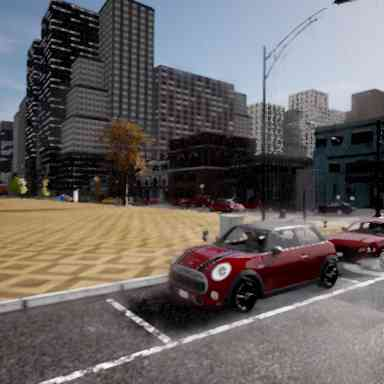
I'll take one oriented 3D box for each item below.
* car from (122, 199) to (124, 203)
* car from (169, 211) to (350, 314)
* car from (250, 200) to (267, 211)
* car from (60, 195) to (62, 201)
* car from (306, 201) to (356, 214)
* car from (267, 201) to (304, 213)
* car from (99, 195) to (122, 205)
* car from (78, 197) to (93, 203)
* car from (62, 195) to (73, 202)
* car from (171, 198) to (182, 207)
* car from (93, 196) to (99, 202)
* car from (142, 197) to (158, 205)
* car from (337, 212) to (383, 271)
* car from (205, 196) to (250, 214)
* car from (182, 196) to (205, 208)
[{"bbox_3d":[-17.986,1.884,80.586,1.752,1.417,4.829,1,-1,-35],"label":"car"},{"bbox_3d":[1.469,1.432,7.555,4.097,1.590,1.967,0,1,-36],"label":"car"},{"bbox_3d":[8.169,1.724,43.100,1.802,1.307,4.206,1,-1,-35],"label":"car"},{"bbox_3d":[-34.205,1.675,89.268,1.690,1.788,3.998,1,-1,-35],"label":"car"},{"bbox_3d":[14.417,1.642,34.093,2.008,1.369,4.403,1,-1,-35],"label":"car"},{"bbox_3d":[11.293,1.683,38.598,1.947,1.339,4.313,1,-1,-35],"label":"car"},{"bbox_3d":[-15.187,1.695,61.845,1.752,1.417,4.829,1,-1,-35],"label":"car"},{"bbox_3d":[-24.774,1.817,75.669,1.947,1.339,4.313,1,-1,-35],"label":"car"},{"bbox_3d":[-31.005,1.829,84.652,1.752,1.417,4.829,1,-1,-35],"label":"car"},{"bbox_3d":[-2.031,1.665,57.672,1.967,1.590,4.097,1,-1,-35],"label":"car"},{"bbox_3d":[-24.216,1.726,89.571,2.192,1.841,5.009,1,-1,-35],"label":"car"},{"bbox_3d":[-8.399,1.718,66.763,1.967,1.590,4.097,1,-1,-35],"label":"car"},{"bbox_3d":[6.063,1.527,10.837,4.507,1.381,1.887,0,1,-36],"label":"car"},{"bbox_3d":[3.592,1.452,34.546,1.967,1.590,4.097,1,-1,-35],"label":"car"},{"bbox_3d":[1.161,1.514,53.130,2.192,1.841,5.009,1,-1,-35],"label":"car"}]
